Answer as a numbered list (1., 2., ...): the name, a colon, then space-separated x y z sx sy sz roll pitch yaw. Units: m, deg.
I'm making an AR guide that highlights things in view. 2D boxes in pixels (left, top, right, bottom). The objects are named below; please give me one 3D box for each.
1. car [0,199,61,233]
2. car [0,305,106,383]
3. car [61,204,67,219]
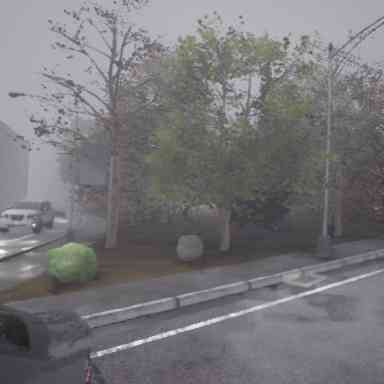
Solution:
1. car: -10.734 1.515 22.177 2.150 2.045 5.566 3 -1 -10
2. car: -2.902 1.493 1.614 4.892 1.490 1.837 1 0 -35
3. car: -14.499 1.961 35.590 1.882 1.535 5.008 3 -2 -22
